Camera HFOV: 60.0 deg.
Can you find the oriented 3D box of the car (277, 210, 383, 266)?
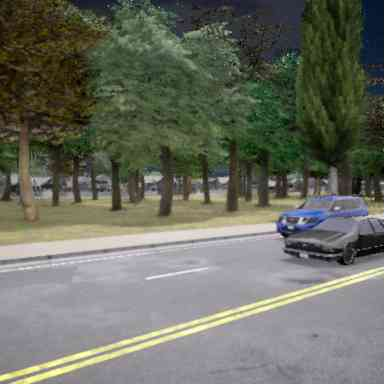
[{"bbox_3d":[5.587,1.563,11.791,5.357,1.411,2.033,0,0,-36],"label":"car"}]

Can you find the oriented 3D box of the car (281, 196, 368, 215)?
[{"bbox_3d":[6.679,1.247,16.613,5.566,2.045,2.150,0,0,-36],"label":"car"}]
